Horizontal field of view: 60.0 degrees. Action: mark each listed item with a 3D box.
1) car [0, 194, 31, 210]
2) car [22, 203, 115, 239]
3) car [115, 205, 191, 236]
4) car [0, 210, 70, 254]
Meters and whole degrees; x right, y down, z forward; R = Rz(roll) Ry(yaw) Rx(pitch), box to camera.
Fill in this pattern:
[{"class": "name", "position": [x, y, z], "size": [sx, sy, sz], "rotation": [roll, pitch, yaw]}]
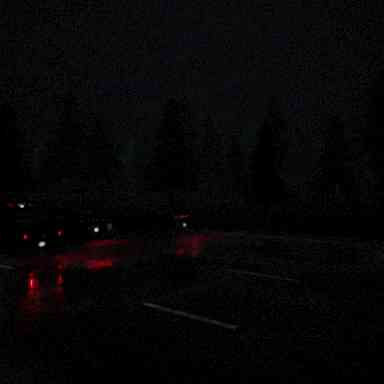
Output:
[{"class": "car", "position": [-15.700, 1.224, 28.037], "size": [5.566, 2.045, 2.150], "rotation": [0, 0, 36]}, {"class": "car", "position": [-6.492, 1.506, 17.180], "size": [4.892, 1.490, 1.837], "rotation": [1, 0, 36]}, {"class": "car", "position": [-2.340, 1.490, 18.498], "size": [4.902, 1.511, 2.128], "rotation": [0, 0, 36]}, {"class": "car", "position": [-7.266, 1.601, 13.424], "size": [4.718, 1.301, 1.895], "rotation": [0, 0, 36]}]
